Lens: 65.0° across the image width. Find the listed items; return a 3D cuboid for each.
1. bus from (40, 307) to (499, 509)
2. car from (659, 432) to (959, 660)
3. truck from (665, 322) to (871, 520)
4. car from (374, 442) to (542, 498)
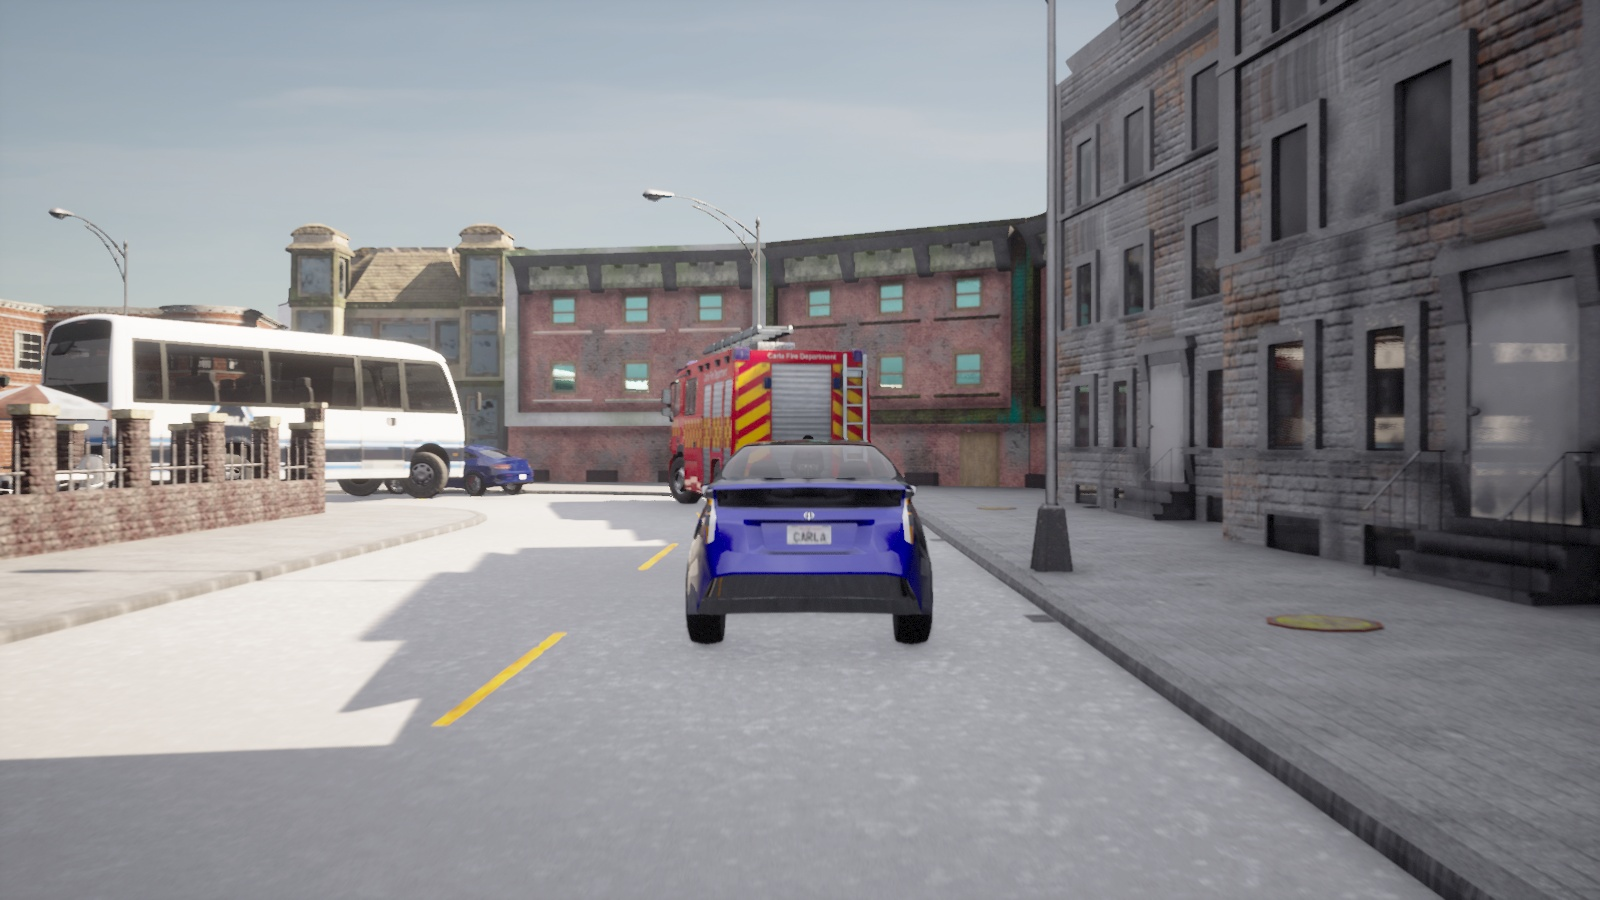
[{"bbox_3d":[-12.890,-0.867,31.884,3.944,4.253,10.273,0,0,33],"label":"bus"},{"bbox_3d":[0.076,0.633,10.670,2.007,1.525,4.514,0,0,0],"label":"car"},{"bbox_3d":[-1.045,-0.580,28.702,2.891,3.827,8.468,0,0,-14],"label":"truck"},{"bbox_3d":[-9.951,0.543,36.498,4.674,1.442,1.812,1,2,25],"label":"car"}]
